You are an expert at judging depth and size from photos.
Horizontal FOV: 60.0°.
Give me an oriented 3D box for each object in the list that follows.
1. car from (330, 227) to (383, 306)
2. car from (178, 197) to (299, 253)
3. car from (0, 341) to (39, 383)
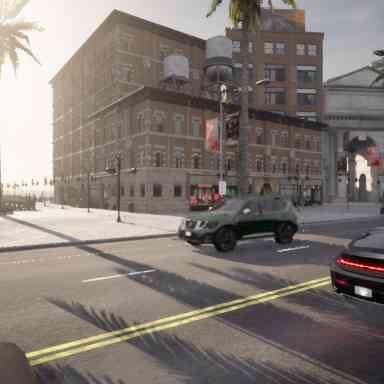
[{"bbox_3d":[4.984,1.505,7.265,4.892,1.490,1.837,0,0,-36],"label":"car"},{"bbox_3d":[2.127,1.224,14.041,5.566,2.045,2.150,0,0,-35],"label":"car"},{"bbox_3d":[-3.422,1.547,1.294,5.357,1.411,2.033,0,0,-36],"label":"car"}]
